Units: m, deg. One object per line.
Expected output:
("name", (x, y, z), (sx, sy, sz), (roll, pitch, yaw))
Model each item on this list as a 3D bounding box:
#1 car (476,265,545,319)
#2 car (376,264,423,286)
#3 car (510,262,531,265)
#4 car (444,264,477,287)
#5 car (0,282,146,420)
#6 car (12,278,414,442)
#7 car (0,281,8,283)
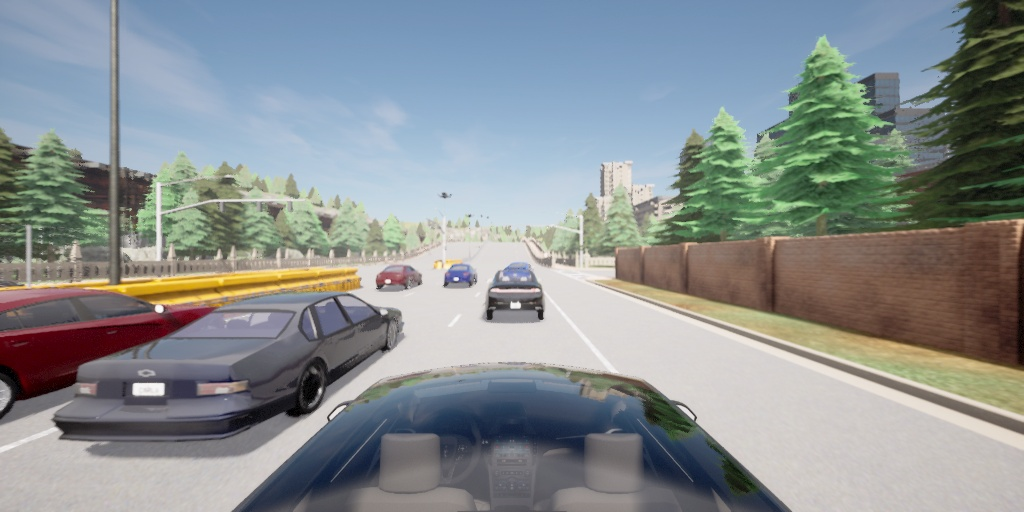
("car", (0.100, 1.219, 12.685), (2.128, 1.511, 4.902), (0, 0, 0))
("car", (-6.889, 1.239, 22.205), (1.812, 1.442, 4.674), (0, 0, 0))
("car", (0.689, 1.181, 27.584), (1.882, 1.535, 5.008), (0, 0, 10))
("car", (-3.400, 1.235, 24.167), (1.812, 1.442, 4.674), (0, 0, 0))
("car", (-6.902, 1.221, 5.423), (1.882, 1.535, 5.008), (0, 0, 0))
("car", (-3.401, 1.290, 5.865), (2.033, 1.411, 5.357), (0, 0, 0))
("car", (-14.035, 1.245, 8.100), (1.837, 1.490, 4.892), (0, 0, 0))
